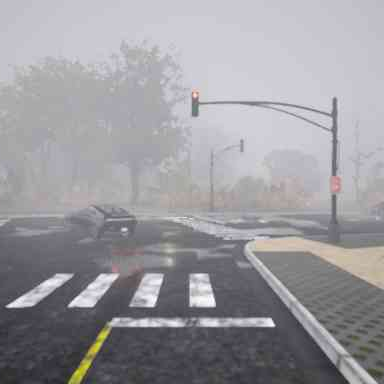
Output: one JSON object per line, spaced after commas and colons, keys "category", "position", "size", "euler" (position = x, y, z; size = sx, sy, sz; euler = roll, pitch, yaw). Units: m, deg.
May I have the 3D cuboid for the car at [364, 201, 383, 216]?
{"category": "car", "position": [19.793, 1.634, 33.732], "size": [4.674, 1.442, 1.812], "euler": [1, 1, -17]}

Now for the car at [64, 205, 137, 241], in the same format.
{"category": "car", "position": [-4.562, 1.359, 16.132], "size": [2.128, 1.511, 4.902], "euler": [1, 0, -43]}
